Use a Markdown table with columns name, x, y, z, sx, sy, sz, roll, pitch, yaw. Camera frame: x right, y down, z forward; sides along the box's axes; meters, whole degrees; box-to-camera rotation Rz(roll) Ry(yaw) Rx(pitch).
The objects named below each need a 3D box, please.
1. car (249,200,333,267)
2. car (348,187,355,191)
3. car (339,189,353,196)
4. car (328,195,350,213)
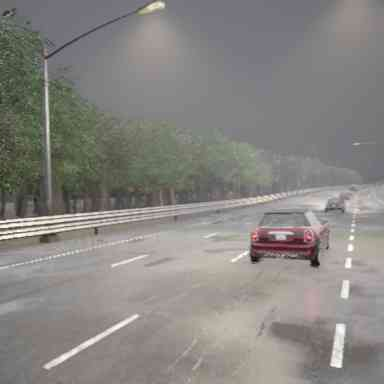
| name | x | y | z | sx | sy | sz | roll | pitch | yaw |
| --- | --- | --- | --- | --- | --- | --- | --- | --- | --- |
| car | 3.572 | 1.344 | 11.754 | 2.097 | 1.767 | 4.553 | -2 | -1 | 26 |
| car | 34.462 | 0.290 | 73.896 | 1.895 | 1.301 | 4.718 | -2 | 1 | 27 |
| car | 26.801 | 0.774 | 58.558 | 2.033 | 1.411 | 5.357 | -2 | 1 | 26 |
| car | 14.792 | 1.332 | 34.341 | 2.033 | 1.411 | 5.357 | -2 | 0 | 26 |
